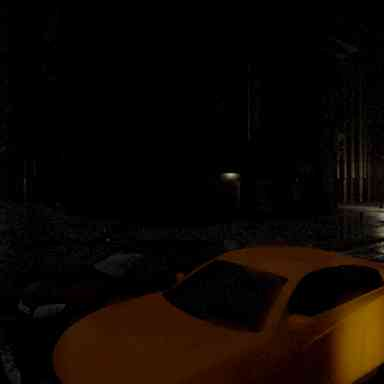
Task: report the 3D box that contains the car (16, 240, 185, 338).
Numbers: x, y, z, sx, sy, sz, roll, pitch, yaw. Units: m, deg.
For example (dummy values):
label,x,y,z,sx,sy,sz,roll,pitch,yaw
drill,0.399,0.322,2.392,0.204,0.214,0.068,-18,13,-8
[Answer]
label,x,y,z,sx,sy,sz,roll,pitch,yaw
car,-0.844,1.582,6.075,4.206,1.307,1.802,0,0,-36

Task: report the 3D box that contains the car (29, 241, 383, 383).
label,x,y,z,sx,sy,sz,roll,pitch,yaw
car,0.951,1.477,4.085,5.008,1.535,1.882,0,0,-36
